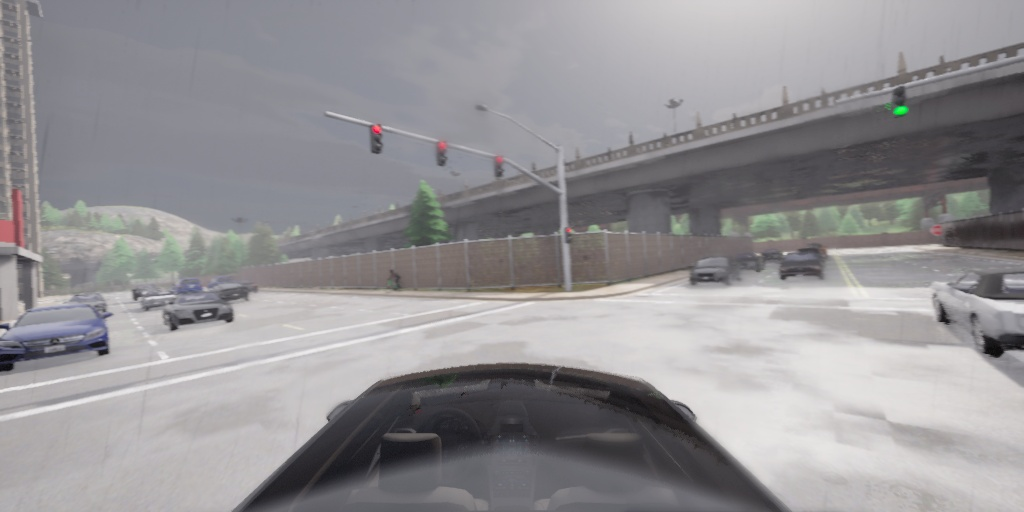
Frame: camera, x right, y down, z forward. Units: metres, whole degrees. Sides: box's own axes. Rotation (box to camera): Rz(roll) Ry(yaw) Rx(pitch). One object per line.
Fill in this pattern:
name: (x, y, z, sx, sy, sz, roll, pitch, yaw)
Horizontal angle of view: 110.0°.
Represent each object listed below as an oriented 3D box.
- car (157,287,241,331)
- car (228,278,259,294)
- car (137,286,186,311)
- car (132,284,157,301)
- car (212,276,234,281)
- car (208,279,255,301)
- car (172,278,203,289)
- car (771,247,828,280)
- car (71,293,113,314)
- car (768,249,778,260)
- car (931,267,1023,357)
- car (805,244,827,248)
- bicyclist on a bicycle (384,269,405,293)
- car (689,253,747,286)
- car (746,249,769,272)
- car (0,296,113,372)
car: (-13.682, 2.276, 15.600, 4.181, 1.385, 1.994, -4, -1, 41)
car: (-28.736, 3.367, 38.408, 4.902, 1.511, 2.128, -4, -1, 42)
car: (-25.350, 3.145, 25.906, 4.718, 1.301, 1.895, -4, -1, 41)
car: (-37.463, 3.652, 36.708, 4.902, 1.511, 2.128, -4, -1, 41)
car: (-36.416, 3.644, 45.114, 5.566, 2.045, 2.150, -4, -1, 41)
car: (-22.150, 2.840, 28.003, 5.008, 1.535, 1.882, -4, -1, 41)
car: (-37.813, 3.700, 41.799, 5.566, 2.045, 2.150, -4, -1, 42)
car: (16.053, 0.481, 19.831, 2.033, 1.411, 5.357, -4, -1, 41)
car: (-29.797, 3.365, 25.168, 5.357, 1.411, 2.033, -4, -1, 41)
car: (27.961, -0.075, 38.696, 1.994, 1.385, 4.181, -4, -1, 42)
car: (8.947, 0.820, 6.119, 1.895, 1.301, 4.718, -4, -1, 41)
car: (22.289, 0.110, 26.947, 1.837, 1.490, 4.892, -4, 0, 41)
bicyclist on a bicycle: (-8.416, 1.774, 25.580, 0.582, 1.620, 1.656, -4, 0, 41)
car: (11.129, 0.745, 19.520, 1.837, 1.490, 4.892, -4, -1, 41)
car: (17.411, 0.475, 26.685, 1.994, 1.385, 4.181, -4, -1, 41)
car: (-13.059, 2.150, 10.407, 4.674, 1.442, 1.812, -4, 0, 41)
